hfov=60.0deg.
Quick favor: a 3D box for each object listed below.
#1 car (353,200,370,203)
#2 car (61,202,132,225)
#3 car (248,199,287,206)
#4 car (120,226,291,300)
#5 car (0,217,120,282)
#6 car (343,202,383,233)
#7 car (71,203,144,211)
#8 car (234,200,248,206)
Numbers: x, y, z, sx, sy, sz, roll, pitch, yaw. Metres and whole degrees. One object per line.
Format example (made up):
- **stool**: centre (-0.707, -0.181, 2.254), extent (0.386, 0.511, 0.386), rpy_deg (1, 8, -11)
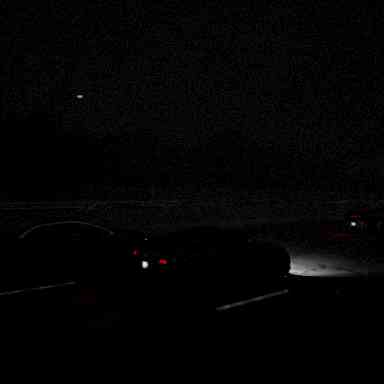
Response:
- **car**: centre (20.259, 1.796, 39.941), extent (4.892, 1.490, 1.837), rpy_deg (1, -1, -35)
- **car**: centre (-7.047, 1.535, 24.764), extent (4.674, 1.442, 1.812), rpy_deg (0, 0, -36)
- **car**: centre (9.631, 1.683, 40.962), extent (4.892, 1.490, 1.837), rpy_deg (1, -1, -35)
- **car**: centre (0.596, 1.567, 8.474), extent (4.181, 1.385, 1.994), rpy_deg (0, 0, -36)
- **car**: centre (-3.561, 1.493, 9.807), extent (4.902, 1.511, 2.128), rpy_deg (0, 0, -36)
- **car**: centre (11.148, 1.576, 20.309), extent (4.892, 1.490, 1.837), rpy_deg (0, 0, -36)
- **car**: centre (-5.037, 1.487, 21.900), extent (5.008, 1.535, 1.882), rpy_deg (0, 0, -36)
- **car**: centre (7.455, 1.740, 43.707), extent (4.181, 1.385, 1.994), rpy_deg (1, -1, -35)
